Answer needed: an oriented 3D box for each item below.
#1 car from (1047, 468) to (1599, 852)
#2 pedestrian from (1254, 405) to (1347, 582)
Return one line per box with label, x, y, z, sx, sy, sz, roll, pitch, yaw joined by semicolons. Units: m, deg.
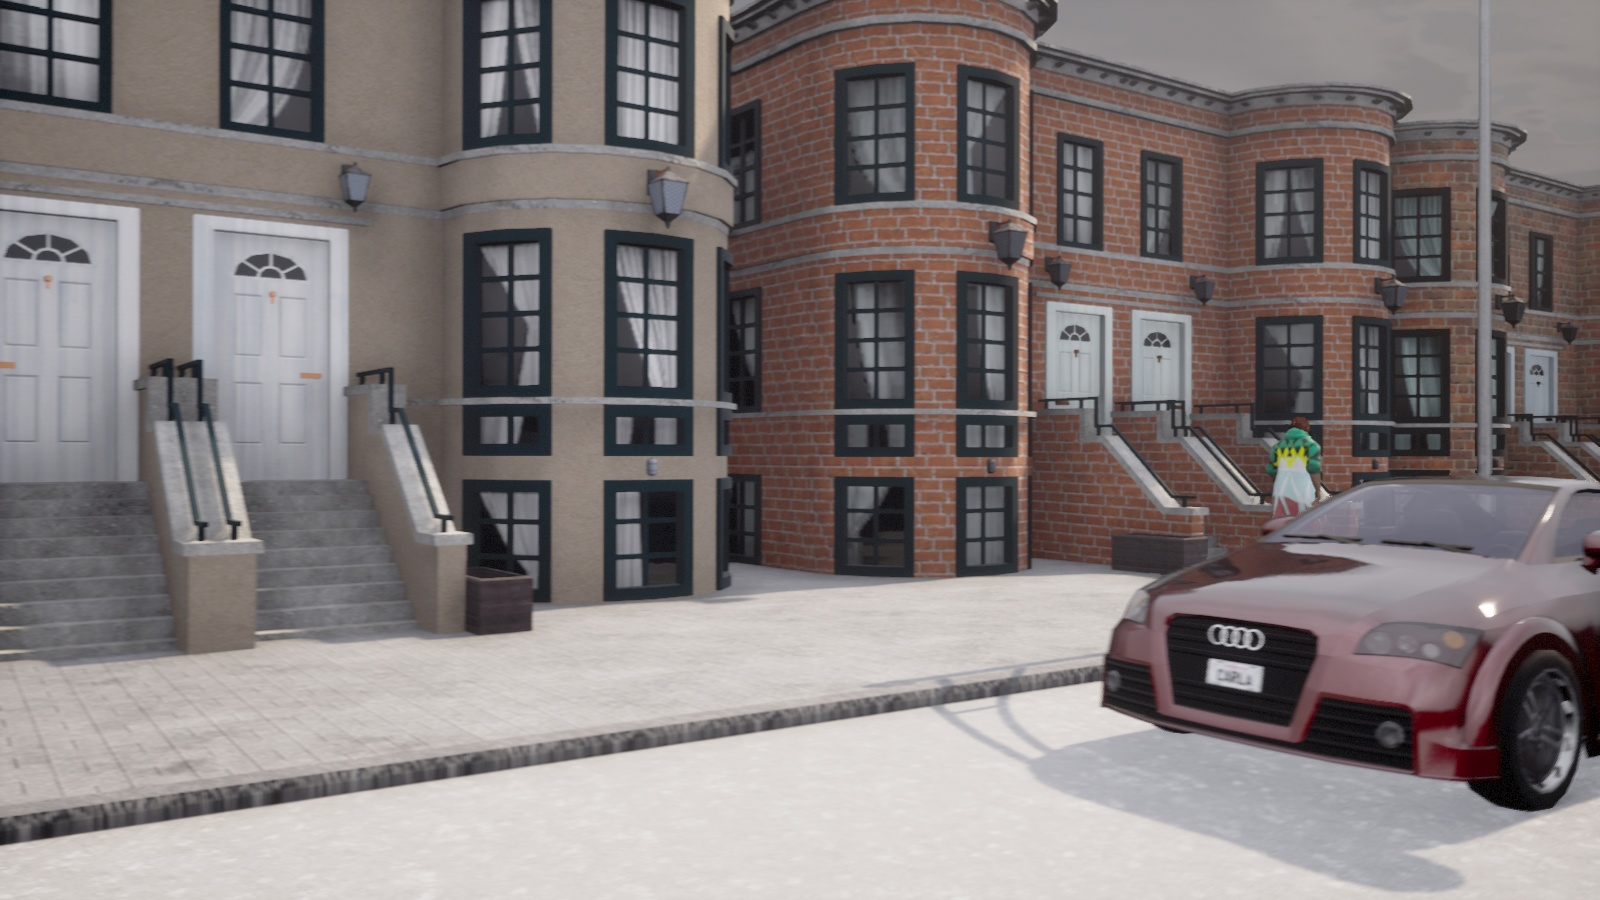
car;3.538;0.818;6.731;4.181;1.385;1.994;0;0;-35
pedestrian;5.741;0.478;14.402;0.873;1.952;0.659;0;0;-42
